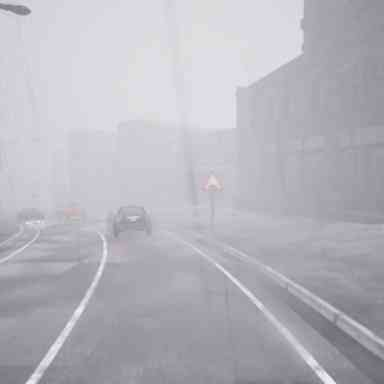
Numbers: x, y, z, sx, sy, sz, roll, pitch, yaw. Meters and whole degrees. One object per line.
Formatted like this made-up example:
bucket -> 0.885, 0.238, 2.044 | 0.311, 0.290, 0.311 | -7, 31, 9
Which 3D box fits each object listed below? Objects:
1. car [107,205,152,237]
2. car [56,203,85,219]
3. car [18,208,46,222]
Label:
car -> -3.809, 1.528, 19.729 | 2.097, 1.767, 4.553 | -2, 0, -19
car -> -13.758, 2.005, 37.462 | 2.097, 1.767, 4.553 | -3, 0, -38
car -> -17.628, 2.439, 36.498 | 1.994, 1.385, 4.181 | -3, 0, -41
